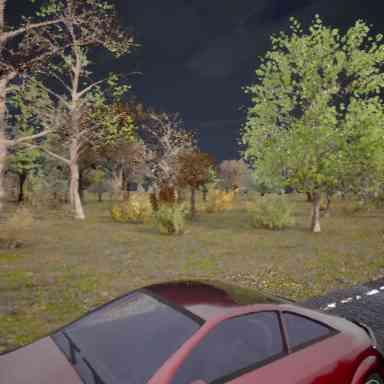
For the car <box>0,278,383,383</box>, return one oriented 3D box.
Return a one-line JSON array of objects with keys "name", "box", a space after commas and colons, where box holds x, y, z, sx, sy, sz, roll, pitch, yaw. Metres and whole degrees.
[{"name": "car", "box": [-0.132, 1.572, 2.856, 4.181, 1.385, 1.994, 0, 0, -36]}]
